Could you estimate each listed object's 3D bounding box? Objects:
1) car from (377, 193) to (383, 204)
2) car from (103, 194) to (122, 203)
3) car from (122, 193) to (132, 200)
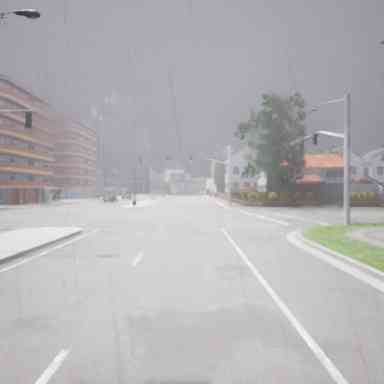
[{"bbox_3d":[26.379,0.910,48.341,1.970,1.475,3.806,0,0,0],"label":"car"},{"bbox_3d":[-15.083,1.145,61.351,2.128,1.511,4.902,0,0,0],"label":"car"},{"bbox_3d":[-15.072,1.087,77.025,2.128,1.511,4.902,0,0,0],"label":"car"}]
